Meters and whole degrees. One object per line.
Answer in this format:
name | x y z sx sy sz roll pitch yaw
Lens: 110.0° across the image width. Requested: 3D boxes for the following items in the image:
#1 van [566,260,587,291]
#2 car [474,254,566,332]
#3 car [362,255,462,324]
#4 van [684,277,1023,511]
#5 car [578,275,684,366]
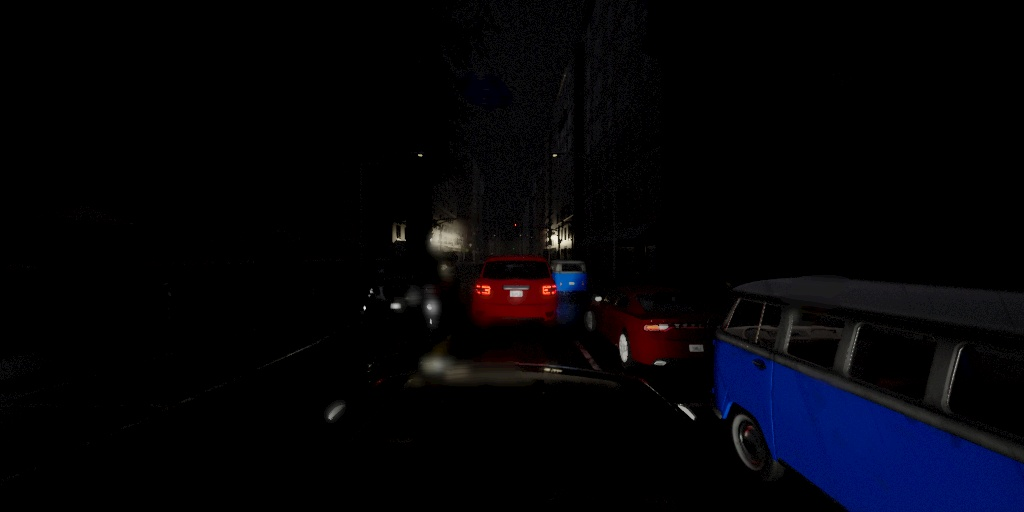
van | 2.889 1.085 19.114 1.690 1.789 3.998 0 0 0
car | 0.118 0.970 11.016 2.150 2.045 5.566 0 0 0
car | -3.078 0.969 12.283 2.150 2.045 5.566 0 0 0
van | 2.856 1.091 2.132 1.690 1.789 3.998 0 0 0
car | 2.867 1.294 7.793 1.888 1.381 4.507 0 0 0
